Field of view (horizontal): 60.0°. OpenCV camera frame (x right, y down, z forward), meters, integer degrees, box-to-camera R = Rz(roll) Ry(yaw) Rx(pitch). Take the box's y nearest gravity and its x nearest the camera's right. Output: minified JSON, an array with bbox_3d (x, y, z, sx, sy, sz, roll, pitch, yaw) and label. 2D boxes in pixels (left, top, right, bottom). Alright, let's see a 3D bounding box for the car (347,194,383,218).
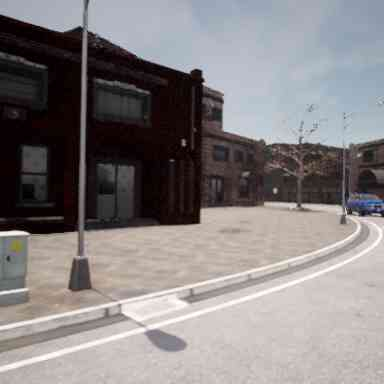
[{"bbox_3d":[16.404,1.219,31.291,2.150,2.045,5.566,1,0,8],"label":"car"}]
